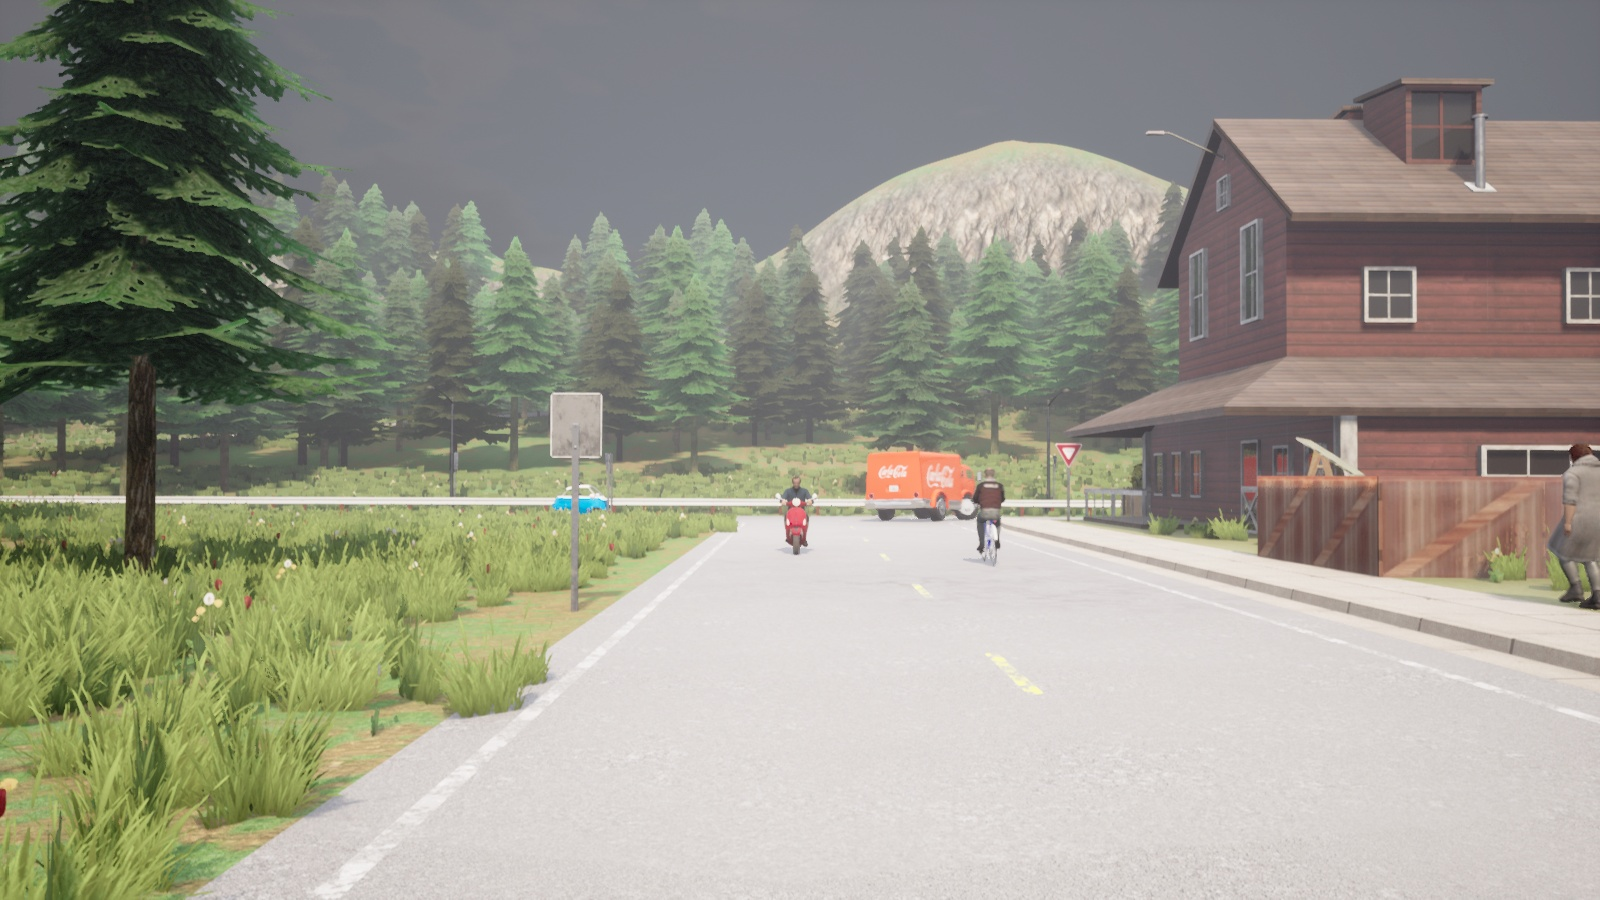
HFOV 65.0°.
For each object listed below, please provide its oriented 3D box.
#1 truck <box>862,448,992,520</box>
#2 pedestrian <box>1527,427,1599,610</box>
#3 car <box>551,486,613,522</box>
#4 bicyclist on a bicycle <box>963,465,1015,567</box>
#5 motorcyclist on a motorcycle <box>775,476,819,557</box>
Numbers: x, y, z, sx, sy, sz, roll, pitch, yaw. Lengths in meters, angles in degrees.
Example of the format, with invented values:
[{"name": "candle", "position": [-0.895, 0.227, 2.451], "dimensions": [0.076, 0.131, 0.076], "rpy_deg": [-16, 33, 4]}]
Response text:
[{"name": "truck", "position": [4.809, 1.350, 47.000], "dimensions": [2.627, 2.467, 5.204], "rpy_deg": [-3, -4, 34]}, {"name": "pedestrian", "position": [8.678, 0.740, 13.901], "dimensions": [0.659, 1.952, 0.873], "rpy_deg": [0, -1, -11]}, {"name": "car", "position": [-8.568, 2.115, 49.440], "dimensions": [2.207, 1.376, 1.481], "rpy_deg": [-1, -1, 0]}, {"name": "bicyclist on a bicycle", "position": [3.441, 1.174, 22.997], "dimensions": [0.659, 1.776, 1.843], "rpy_deg": [0, -1, 0]}, {"name": "motorcyclist on a motorcycle", "position": [-0.065, 1.329, 25.699], "dimensions": [0.866, 1.590, 1.817], "rpy_deg": [0, -1, 0]}]
